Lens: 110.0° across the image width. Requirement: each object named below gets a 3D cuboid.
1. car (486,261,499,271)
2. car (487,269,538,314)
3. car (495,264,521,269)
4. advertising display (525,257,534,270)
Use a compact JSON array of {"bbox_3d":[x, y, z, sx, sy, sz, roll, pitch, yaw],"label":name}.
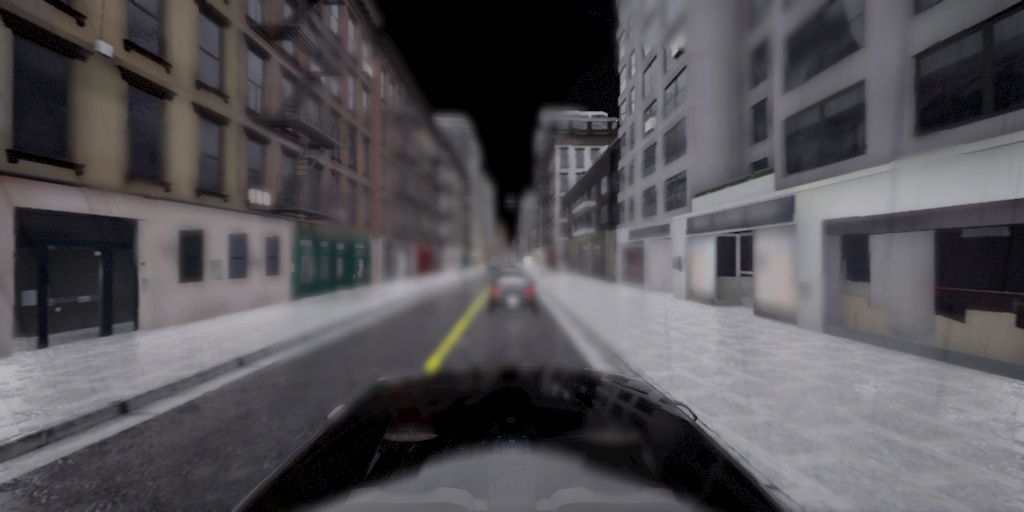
[{"bbox_3d":[-3.025,1.660,58.734,2.097,1.767,4.553,0,-1,0],"label":"car"},{"bbox_3d":[0.055,1.392,14.409,1.812,1.442,4.674,0,-1,0],"label":"car"},{"bbox_3d":[0.041,1.532,27.080,2.033,1.411,5.357,0,-1,1],"label":"car"},{"bbox_3d":[3.173,1.396,64.666,1.540,2.440,0.280,0,0,0],"label":"advertising display"}]
